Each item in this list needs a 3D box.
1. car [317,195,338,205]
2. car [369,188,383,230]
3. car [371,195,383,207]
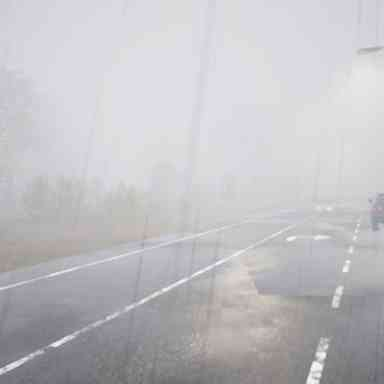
[{"bbox_3d":[18.491,1.099,45.508,1.895,1.301,4.718,-1,0,34],"label":"car"},{"bbox_3d":[11.304,0.980,18.691,2.150,2.045,5.566,-1,0,28],"label":"car"},{"bbox_3d":[23.336,1.066,41.208,1.895,1.301,4.718,-1,0,28],"label":"car"}]
